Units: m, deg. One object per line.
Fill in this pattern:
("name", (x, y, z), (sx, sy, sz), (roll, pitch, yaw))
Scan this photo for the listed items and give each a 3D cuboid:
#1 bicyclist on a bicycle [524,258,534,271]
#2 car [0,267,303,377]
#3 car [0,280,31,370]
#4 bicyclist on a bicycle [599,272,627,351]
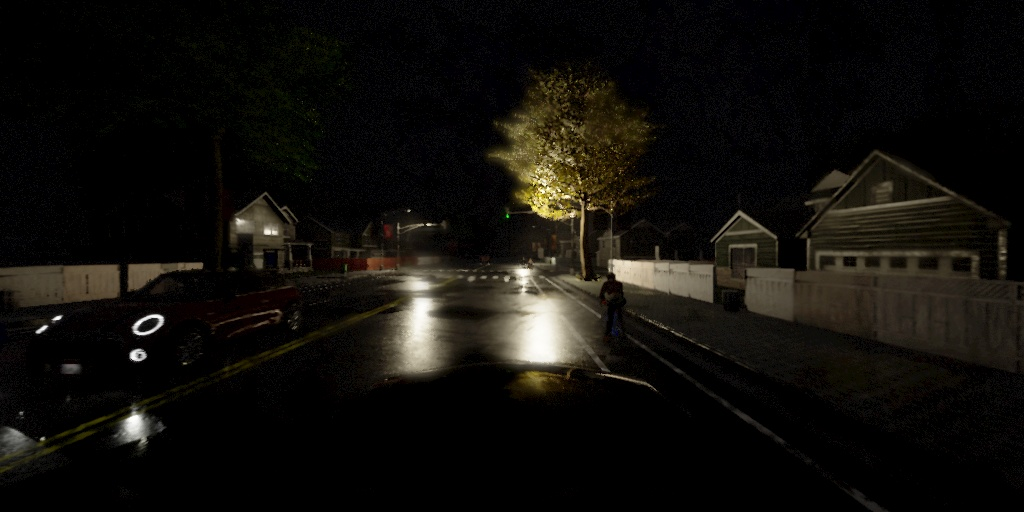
("bicyclist on a bicycle", (2.267, 1.082, 43.787), (0.866, 1.612, 1.509), (0, 0, 0))
("car", (-6.596, 1.088, 7.604), (2.097, 1.767, 4.553), (0, 0, 0))
("car", (-9.849, 1.222, 4.132), (1.882, 1.535, 5.008), (0, 0, 0))
("bicyclist on a bicycle", (2.248, 1.188, 8.005), (0.582, 1.620, 1.656), (0, 0, 0))
